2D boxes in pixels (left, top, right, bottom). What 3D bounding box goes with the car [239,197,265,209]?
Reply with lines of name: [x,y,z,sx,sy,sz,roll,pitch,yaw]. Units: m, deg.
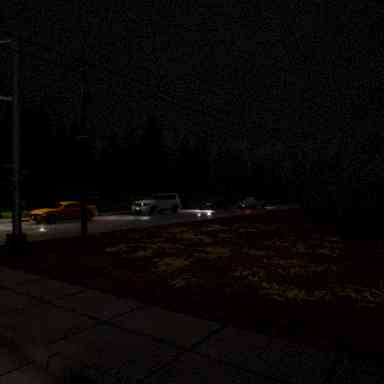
car: [7.557,1.399,41.836,1.812,1.442,4.674,0,0,37]

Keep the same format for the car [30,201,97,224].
car: [-9.542,1.484,25.007,1.882,1.535,5.008,0,0,37]

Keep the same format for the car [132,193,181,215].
car: [-3.425,1.174,33.246,2.150,2.045,5.566,0,0,36]

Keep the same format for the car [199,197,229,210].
car: [2.799,1.403,41.602,1.837,1.490,4.892,0,0,37]
